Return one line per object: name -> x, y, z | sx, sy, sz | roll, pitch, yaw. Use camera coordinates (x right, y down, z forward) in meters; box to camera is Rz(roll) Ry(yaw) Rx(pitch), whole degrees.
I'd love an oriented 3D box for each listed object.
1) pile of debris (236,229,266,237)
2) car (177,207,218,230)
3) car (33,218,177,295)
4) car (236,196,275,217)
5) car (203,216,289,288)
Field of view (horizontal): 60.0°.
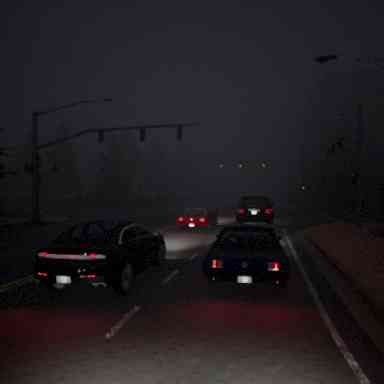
pile of debris -> 3.203, 2.184, 17.791 | 1.500, 0.140, 1.860 | 0, 0, 12
car -> 0.470, 1.606, 21.129 | 1.895, 1.301, 4.718 | 0, 0, 12
car -> -2.062, 1.488, 8.814 | 2.128, 1.511, 4.902 | 0, 0, 10
car -> 4.031, 1.233, 21.012 | 2.150, 2.045, 5.566 | 0, 0, 13
car -> 1.569, 1.606, 9.371 | 1.895, 1.301, 4.718 | 0, 0, 11
